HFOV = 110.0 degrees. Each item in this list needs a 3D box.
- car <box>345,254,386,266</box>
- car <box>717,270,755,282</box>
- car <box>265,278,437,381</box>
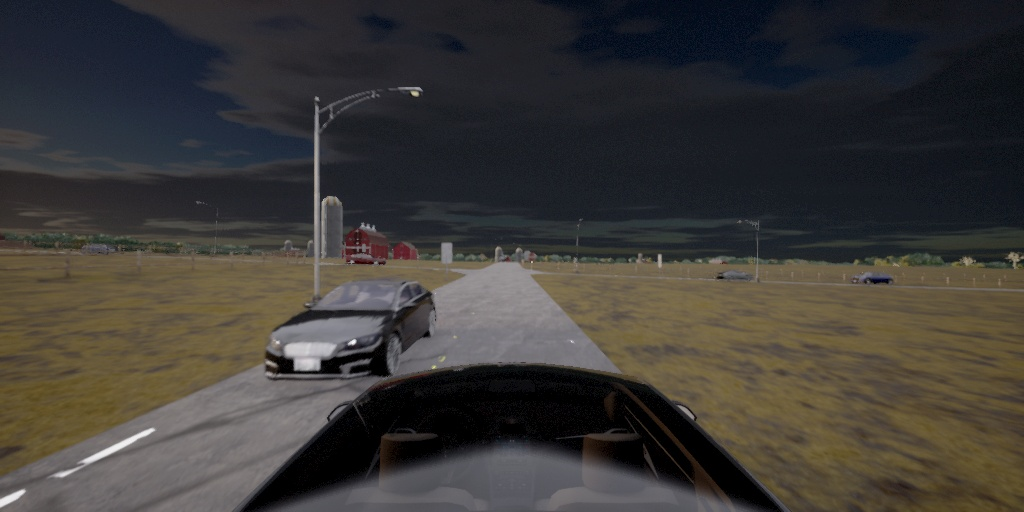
[{"bbox_3d":[-18.693,0.503,45.959,5.008,1.535,1.882,4,-1,0],"label":"car"},{"bbox_3d":[28.881,2.514,46.246,4.181,1.385,1.994,2,-1,0],"label":"car"},{"bbox_3d":[-2.849,1.243,7.436,2.128,1.511,4.902,0,0,0],"label":"car"}]
